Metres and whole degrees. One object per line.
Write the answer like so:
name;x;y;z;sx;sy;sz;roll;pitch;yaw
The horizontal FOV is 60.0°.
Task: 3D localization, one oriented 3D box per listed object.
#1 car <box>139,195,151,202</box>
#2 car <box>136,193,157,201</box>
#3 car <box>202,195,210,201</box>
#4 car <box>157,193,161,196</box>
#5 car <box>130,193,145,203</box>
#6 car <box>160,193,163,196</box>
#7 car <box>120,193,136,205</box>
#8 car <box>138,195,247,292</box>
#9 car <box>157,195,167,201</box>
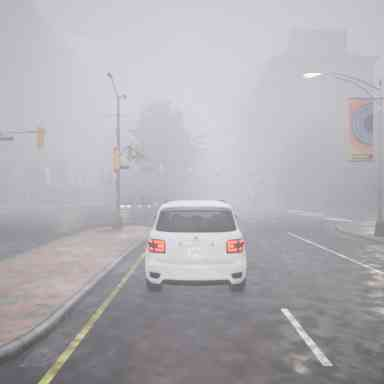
car;-11.272;1.525;80.062;2.128;1.511;4.902;0;0;0
car;-7.916;1.352;57.926;2.097;1.767;4.553;0;0;0
car;3.756;1.540;89.897;2.033;1.411;5.357;0;0;0
car;-7.834;1.526;66.811;1.812;1.442;4.674;0;0;1
car;-11.302;1.225;69.624;2.150;2.045;5.566;0;0;0
car;-7.783;1.225;76.427;2.150;2.045;5.566;0;0;0
car;-11.399;1.491;59.705;2.128;1.511;4.902;0;0;1
car;0.096;1.221;9.048;2.150;2.045;5.566;0;0;0
car;-7.754;1.552;86.243;1.994;1.385;4.181;0;0;0
